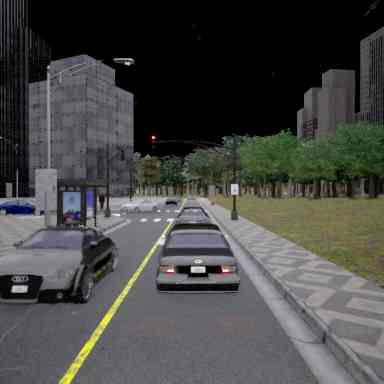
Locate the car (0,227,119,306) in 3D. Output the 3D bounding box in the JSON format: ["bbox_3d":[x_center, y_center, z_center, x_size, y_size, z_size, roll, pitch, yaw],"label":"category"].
[{"bbox_3d":[-3.105,1.562,7.993,1.994,1.385,4.181,0,0,0],"label":"car"}]

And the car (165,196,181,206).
[{"bbox_3d":[-3.128,1.545,52.154,1.895,1.301,4.718,0,0,0],"label":"car"}]

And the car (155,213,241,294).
[{"bbox_3d":[0.094,1.545,8.939,2.033,1.411,5.357,0,0,-1],"label":"car"}]

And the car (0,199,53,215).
[{"bbox_3d":[-15.658,1.426,31.180,5.008,1.535,1.882,0,0,0],"label":"car"}]

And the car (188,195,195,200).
[{"bbox_3d":[-0.153,1.470,86.414,1.895,1.301,4.718,0,0,0],"label":"car"}]

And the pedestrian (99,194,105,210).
[{"bbox_3d":[-10.108,1.051,37.285,0.375,1.860,0.375,0,0,1],"label":"pedestrian"}]

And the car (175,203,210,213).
[{"bbox_3d":[0.071,1.554,19.217,1.994,1.385,4.181,0,0,0],"label":"car"}]

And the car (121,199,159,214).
[{"bbox_3d":[-5.476,1.488,35.920,1.812,1.442,4.674,2,1,37],"label":"car"}]
